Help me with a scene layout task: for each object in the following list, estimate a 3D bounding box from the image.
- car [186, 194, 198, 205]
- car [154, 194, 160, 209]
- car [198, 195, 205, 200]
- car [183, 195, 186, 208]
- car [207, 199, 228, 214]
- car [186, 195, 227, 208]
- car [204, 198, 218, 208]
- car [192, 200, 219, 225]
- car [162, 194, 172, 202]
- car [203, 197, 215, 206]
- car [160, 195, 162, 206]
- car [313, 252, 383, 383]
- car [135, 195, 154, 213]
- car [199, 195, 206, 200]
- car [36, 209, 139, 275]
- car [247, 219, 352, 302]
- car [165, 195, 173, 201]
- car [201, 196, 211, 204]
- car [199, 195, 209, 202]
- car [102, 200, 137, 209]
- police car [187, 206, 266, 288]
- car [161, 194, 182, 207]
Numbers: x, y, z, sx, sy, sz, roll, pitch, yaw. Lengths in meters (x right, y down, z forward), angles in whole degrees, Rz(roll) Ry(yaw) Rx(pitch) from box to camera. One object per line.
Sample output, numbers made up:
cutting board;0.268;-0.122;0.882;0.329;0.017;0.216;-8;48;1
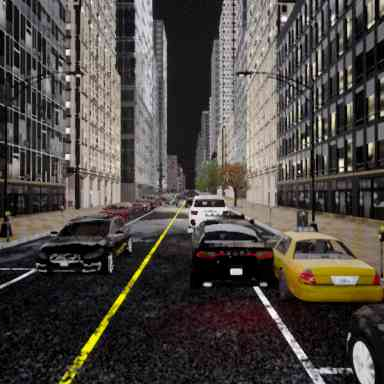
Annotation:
car;0.022;1.281;59.703;2.097;1.767;4.553;0;0;0
car;-5.667;1.278;42.079;2.192;1.841;5.009;0;0;0
car;2.732;1.417;93.134;1.802;1.307;4.206;1;0;0
car;0.030;1.461;46.116;1.837;1.490;4.892;0;0;0
car;2.710;1.537;36.388;1.947;1.339;4.313;0;0;0
car;0.907;1.216;19.280;2.150;2.045;5.566;0;0;0
car;2.714;1.535;47.737;1.802;1.307;4.206;1;0;0
car;0.909;1.463;25.250;1.882;1.535;5.008;0;0;0
car;-5.655;1.327;76.132;1.967;1.590;4.097;1;0;0
car;2.716;1.524;53.412;1.802;1.307;4.206;1;0;0
car;-5.665;1.524;53.429;1.802;1.307;4.206;1;0;0
car;2.696;1.550;2.338;2.008;1.369;4.403;0;0;0
car;-5.670;1.411;36.404;1.967;1.590;4.097;0;0;0
car;2.729;1.398;87.461;1.887;1.381;4.507;1;0;0
car;-3.098;1.502;10.492;1.837;1.490;4.892;0;0;0
car;2.699;1.523;8.184;1.752;1.417;4.829;0;0;0
car;-5.653;1.396;81.638;1.752;1.417;4.829;1;0;0
car;2.721;1.442;64.932;1.752;1.417;4.829;1;0;0
car;2.725;1.453;76.111;1.947;1.339;4.313;1;0;0
car;-5.675;1.530;25.051;1.887;1.381;4.507;0;0;0
police car;0.903;1.423;9.360;1.930;1.638;5.238;0;0;0
car;-3.073;1.437;51.358;2.128;1.511;4.902;0;0;0
